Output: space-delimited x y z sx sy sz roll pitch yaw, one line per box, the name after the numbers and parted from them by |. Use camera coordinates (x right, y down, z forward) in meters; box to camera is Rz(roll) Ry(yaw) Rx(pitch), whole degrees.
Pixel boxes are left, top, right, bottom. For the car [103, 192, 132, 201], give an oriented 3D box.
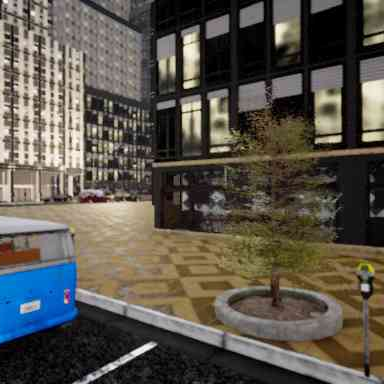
-12.732 0.776 56.817 1.752 1.417 4.829 0 1 36 | car

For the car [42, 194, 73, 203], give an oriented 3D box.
-19.325 0.898 47.875 1.947 1.339 4.313 0 1 36 | car

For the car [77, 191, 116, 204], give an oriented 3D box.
-12.555 0.860 42.935 1.887 1.381 4.507 0 1 36 | car

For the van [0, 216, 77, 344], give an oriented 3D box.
-3.648 1.272 5.515 3.998 1.788 1.690 1 0 36 | van

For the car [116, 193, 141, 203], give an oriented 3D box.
-9.210 0.824 47.473 2.008 1.369 4.403 0 1 36 | car
